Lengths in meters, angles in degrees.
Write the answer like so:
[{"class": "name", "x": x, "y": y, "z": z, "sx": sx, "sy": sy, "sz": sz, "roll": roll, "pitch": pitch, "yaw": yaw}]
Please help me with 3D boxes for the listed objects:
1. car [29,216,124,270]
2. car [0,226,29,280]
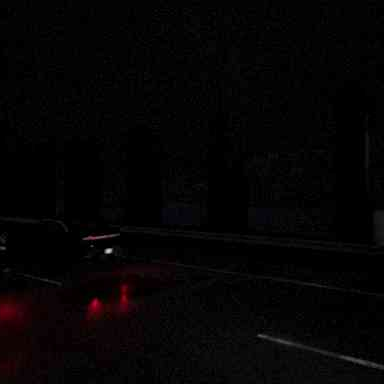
[{"class": "car", "x": -4.495, "y": 1.568, "z": 11.435, "sx": 4.902, "sy": 1.511, "sz": 2.128, "roll": 0, "pitch": 0, "yaw": 35}, {"class": "car", "x": -6.675, "y": 1.554, "z": 8.688, "sx": 4.902, "sy": 1.511, "sz": 2.128, "roll": 0, "pitch": 0, "yaw": 35}]
